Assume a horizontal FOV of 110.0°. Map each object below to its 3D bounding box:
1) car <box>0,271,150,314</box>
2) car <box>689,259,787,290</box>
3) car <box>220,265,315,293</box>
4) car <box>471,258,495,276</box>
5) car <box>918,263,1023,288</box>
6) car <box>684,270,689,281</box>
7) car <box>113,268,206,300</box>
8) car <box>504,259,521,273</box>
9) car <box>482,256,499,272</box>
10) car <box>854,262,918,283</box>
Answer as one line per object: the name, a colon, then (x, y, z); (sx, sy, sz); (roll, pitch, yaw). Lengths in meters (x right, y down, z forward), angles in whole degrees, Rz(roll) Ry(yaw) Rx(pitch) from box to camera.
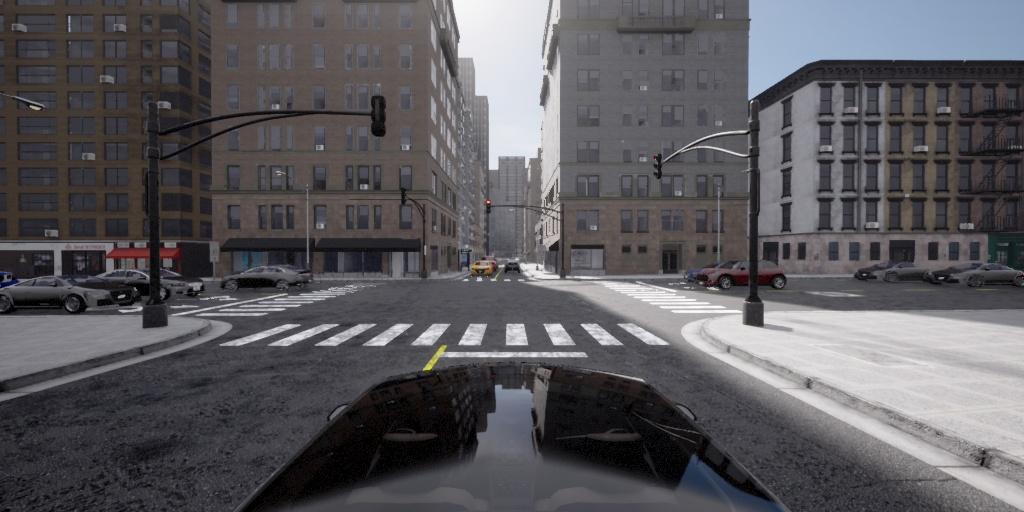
car: (-17.527, 1.442, 14.251); (4.181, 1.385, 1.994); (0, 1, 0)
car: (13.346, 0.994, 21.089); (4.553, 1.767, 2.097); (0, 1, -1)
car: (-14.247, 1.281, 20.969); (4.902, 1.511, 2.128); (0, 1, 0)
car: (-3.115, 1.233, 37.526); (1.882, 1.535, 5.008); (0, 0, 0)
car: (27.353, 1.110, 21.179); (4.181, 1.385, 1.994); (0, 1, 0)
car: (14.173, 1.127, 24.365); (4.674, 1.442, 1.812); (0, 1, 0)
car: (-17.797, 1.335, 17.510); (4.902, 1.511, 2.128); (0, 1, 1)
car: (0.053, 1.262, 44.345); (1.837, 1.490, 4.892); (0, -1, 0)
car: (-3.124, 0.984, 47.482); (2.150, 2.045, 5.566); (0, 0, 0)
car: (26.008, 1.084, 24.424); (4.181, 1.385, 1.994); (0, 1, 0)
